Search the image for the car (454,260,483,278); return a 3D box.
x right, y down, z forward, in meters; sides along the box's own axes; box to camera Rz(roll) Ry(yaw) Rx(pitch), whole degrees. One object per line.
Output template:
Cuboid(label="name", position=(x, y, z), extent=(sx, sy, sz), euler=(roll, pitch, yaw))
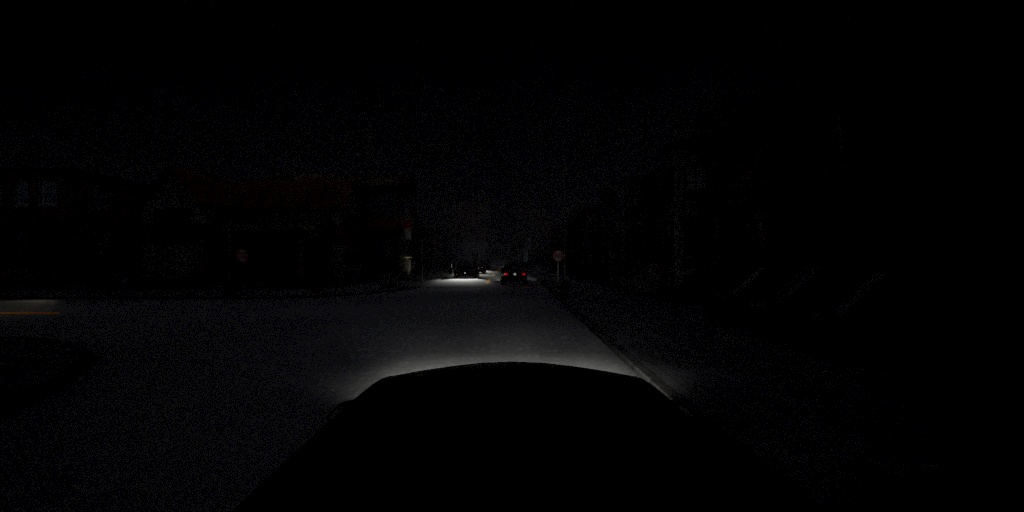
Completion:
Cuboid(label="car", position=(-4.138, 1.314, 33.537), extent=(1.994, 1.385, 4.181), euler=(0, 0, 0))

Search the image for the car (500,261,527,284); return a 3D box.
Cuboid(label="car", position=(0.130, 1.297, 27.020), extent=(2.033, 1.411, 5.357), euler=(0, 0, -1))

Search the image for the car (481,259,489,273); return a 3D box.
Cuboid(label="car", position=(-4.140, 1.228, 42.423), extent=(1.882, 1.535, 5.008), euler=(0, 0, 0))

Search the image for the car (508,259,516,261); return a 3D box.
Cuboid(label="car", position=(0.042, 1.275, 60.011), extent=(1.812, 1.442, 4.674), euler=(0, 0, 0))

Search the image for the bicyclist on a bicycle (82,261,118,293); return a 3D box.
Cuboid(label="bicyclist on a bicycle", position=(-21.599, 1.099, 18.809), extent=(0.582, 1.620, 1.656), euler=(0, 0, 0))

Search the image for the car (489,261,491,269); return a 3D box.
Cuboid(label="car", position=(-4.122, 1.242, 52.736), extent=(2.128, 1.511, 4.902), euler=(0, 0, 0))
